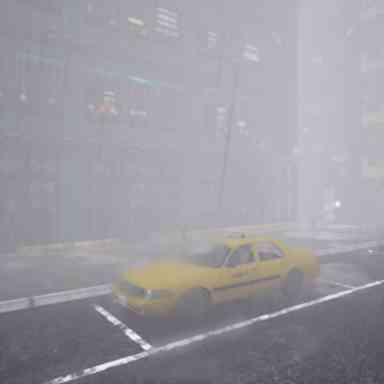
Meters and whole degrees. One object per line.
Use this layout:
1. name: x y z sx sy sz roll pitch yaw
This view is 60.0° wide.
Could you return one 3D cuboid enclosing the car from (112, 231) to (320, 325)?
1. car: 0.770 1.556 7.120 4.829 1.417 1.752 0 -1 -35
